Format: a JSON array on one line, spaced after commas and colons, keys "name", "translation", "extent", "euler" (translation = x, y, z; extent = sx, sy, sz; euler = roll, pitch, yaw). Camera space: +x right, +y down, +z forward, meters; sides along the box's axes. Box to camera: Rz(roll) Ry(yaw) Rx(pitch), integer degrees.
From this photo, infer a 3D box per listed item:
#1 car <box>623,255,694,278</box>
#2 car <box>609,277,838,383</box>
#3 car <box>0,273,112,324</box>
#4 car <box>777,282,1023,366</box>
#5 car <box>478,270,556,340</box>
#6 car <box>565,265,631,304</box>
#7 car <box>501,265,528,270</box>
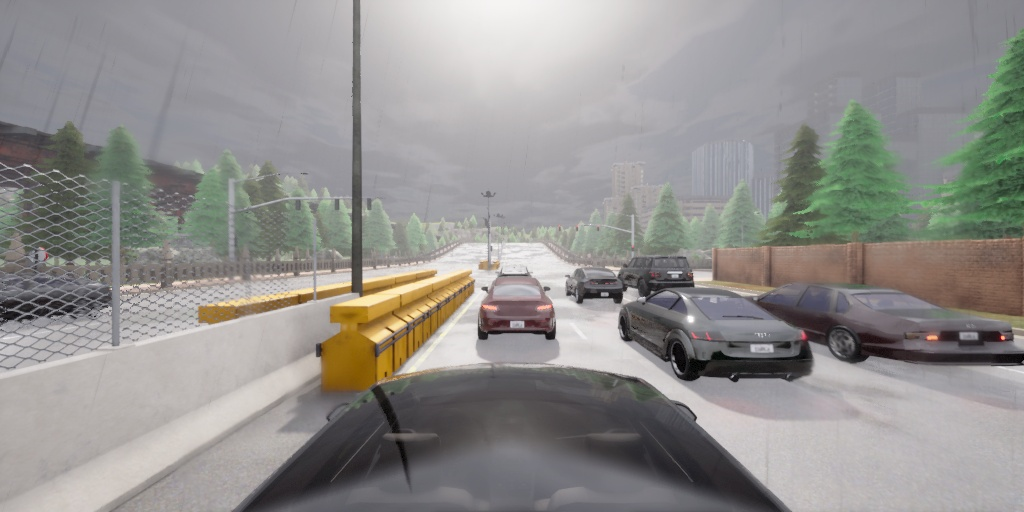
[{"name": "car", "translation": [7.120, 0.970, 18.326], "extent": [2.150, 2.045, 5.566], "euler": [0, 0, 0]}, {"name": "car", "translation": [3.612, 1.313, 7.220], "extent": [1.994, 1.385, 4.181], "euler": [0, 0, -1]}, {"name": "car", "translation": [-14.053, 1.242, 9.703], "extent": [2.128, 1.511, 4.902], "euler": [0, 0, 0]}, {"name": "car", "translation": [7.109, 1.297, 8.084], "extent": [2.033, 1.411, 5.357], "euler": [0, 0, 0]}, {"name": "car", "translation": [0.112, 1.275, 9.851], "extent": [1.812, 1.442, 4.674], "euler": [0, 0, 0]}, {"name": "car", "translation": [3.618, 1.253, 16.387], "extent": [1.837, 1.490, 4.892], "euler": [0, 0, 0]}, {"name": "car", "translation": [0.123, 1.239, 19.097], "extent": [2.128, 1.511, 4.902], "euler": [0, 0, 0]}]
